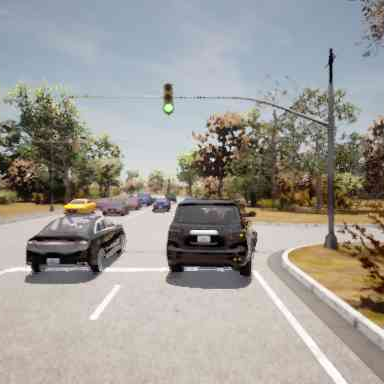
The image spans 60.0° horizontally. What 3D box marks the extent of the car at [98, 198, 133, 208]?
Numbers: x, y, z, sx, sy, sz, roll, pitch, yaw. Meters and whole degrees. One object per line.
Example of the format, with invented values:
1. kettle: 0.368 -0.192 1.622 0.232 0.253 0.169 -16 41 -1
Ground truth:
1. car: -7.100 1.503 31.356 1.994 1.385 4.181 0 0 -1

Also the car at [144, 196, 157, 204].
1. car: -7.517 1.485 60.274 1.895 1.301 4.718 0 0 -2

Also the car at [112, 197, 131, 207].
1. car: -10.780 1.466 51.013 1.994 1.385 4.181 0 0 -1

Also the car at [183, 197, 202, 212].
1. car: 0.029 1.415 38.983 2.128 1.511 4.902 0 0 0

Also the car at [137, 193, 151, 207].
1. car: -7.269 1.124 49.754 2.150 2.045 5.566 0 0 -1

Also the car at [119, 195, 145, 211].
1. car: -7.176 1.448 40.111 1.812 1.442 4.674 0 0 -1

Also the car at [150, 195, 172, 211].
1. car: -3.469 1.451 38.765 1.812 1.442 4.674 0 0 0

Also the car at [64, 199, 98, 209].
1. car: -10.633 1.417 31.707 1.882 1.535 5.008 0 0 -2

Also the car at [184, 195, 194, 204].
1. car: -0.582 1.405 62.594 1.812 1.442 4.674 0 0 -2

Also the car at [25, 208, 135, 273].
1. car: -3.403 1.471 10.572 2.128 1.511 4.902 0 0 0

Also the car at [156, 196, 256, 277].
1. car: 0.800 1.201 10.502 2.150 2.045 5.566 -1 0 11

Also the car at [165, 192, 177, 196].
1. car: -4.059 1.103 61.813 2.150 2.045 5.566 0 0 -2
